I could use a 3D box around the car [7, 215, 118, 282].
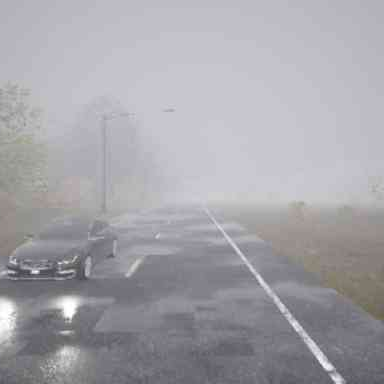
[{"bbox_3d":[-3.533,1.504,9.958,1.837,1.490,4.892,0,1,0],"label":"car"}]
